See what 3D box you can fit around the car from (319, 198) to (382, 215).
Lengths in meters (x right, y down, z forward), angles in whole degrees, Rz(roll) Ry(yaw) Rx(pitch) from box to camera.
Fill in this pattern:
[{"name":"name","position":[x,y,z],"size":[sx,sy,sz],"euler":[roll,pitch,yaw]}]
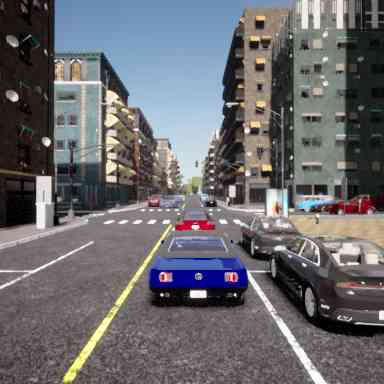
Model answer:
[{"name":"car","position":[13.800,1.412,29.163],"size":[4.206,1.307,1.802],"euler":[0,0,1]}]

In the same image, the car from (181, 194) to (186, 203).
[{"name":"car","position":[-2.789,1.572,67.760],"size":[2.033,1.411,5.357],"euler":[0,0,1]}]

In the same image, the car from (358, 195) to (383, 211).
[{"name":"car","position":[19.415,1.226,37.486],"size":[5.009,1.841,2.192],"euler":[0,0,1]}]

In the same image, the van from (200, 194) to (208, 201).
[{"name":"van","position":[2.965,1.370,78.617],"size":[1.690,1.788,3.998],"euler":[1,0,0]}]

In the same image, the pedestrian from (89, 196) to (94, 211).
[{"name":"pedestrian","position":[-12.393,1.346,40.777],"size":[0.375,1.860,0.375],"euler":[0,0,1]}]

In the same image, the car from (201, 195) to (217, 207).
[{"name":"car","position":[2.869,1.583,50.761],"size":[1.947,1.339,4.313],"euler":[1,0,0]}]

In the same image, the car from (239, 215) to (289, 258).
[{"name":"car","position":[2.872,1.554,12.568],"size":[2.008,1.369,4.403],"euler":[1,0,0]}]

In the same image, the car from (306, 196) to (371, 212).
[{"name":"car","position":[15.289,1.452,34.946],"size":[5.357,1.411,2.033],"euler":[0,-1,1]}]

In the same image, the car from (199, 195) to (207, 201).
[{"name":"car","position":[3.000,1.579,89.758],"size":[1.887,1.381,4.507],"euler":[1,0,0]}]

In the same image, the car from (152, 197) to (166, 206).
[{"name":"car","position":[-5.492,1.564,56.400],"size":[1.887,1.381,4.507],"euler":[1,0,0]}]

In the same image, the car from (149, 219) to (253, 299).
[{"name":"car","position":[0.127,1.603,8.386],"size":[1.895,1.301,4.718],"euler":[0,0,0]}]

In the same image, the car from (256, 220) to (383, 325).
[{"name":"car","position":[2.854,1.553,6.998],"size":[2.008,1.369,4.403],"euler":[1,0,0]}]

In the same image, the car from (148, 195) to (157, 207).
[{"name":"car","position":[-5.507,1.332,50.829],"size":[2.192,1.841,5.009],"euler":[1,0,0]}]

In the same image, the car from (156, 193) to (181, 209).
[{"name":"car","position":[-3.165,1.367,45.679],"size":[2.097,1.767,4.553],"euler":[0,0,4]}]

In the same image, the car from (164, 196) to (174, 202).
[{"name":"car","position":[-5.417,1.595,78.684],"size":[1.947,1.339,4.313],"euler":[1,0,0]}]

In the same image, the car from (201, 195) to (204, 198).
[{"name":"car","position":[2.888,1.601,56.332],"size":[1.802,1.307,4.206],"euler":[1,0,0]}]

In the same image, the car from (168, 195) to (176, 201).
[{"name":"car","position":[-5.381,1.600,89.826],"size":[1.947,1.339,4.313],"euler":[1,0,0]}]

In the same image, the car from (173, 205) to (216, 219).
[{"name":"car","position":[0.152,1.569,17.249],"size":[1.994,1.385,4.181],"euler":[0,0,0]}]

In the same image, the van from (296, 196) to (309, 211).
[{"name":"van","position":[13.888,1.295,37.544],"size":[3.998,1.788,1.690],"euler":[0,0,1]}]
